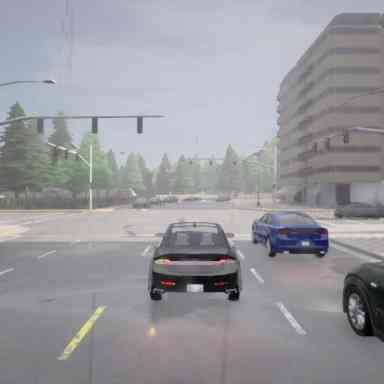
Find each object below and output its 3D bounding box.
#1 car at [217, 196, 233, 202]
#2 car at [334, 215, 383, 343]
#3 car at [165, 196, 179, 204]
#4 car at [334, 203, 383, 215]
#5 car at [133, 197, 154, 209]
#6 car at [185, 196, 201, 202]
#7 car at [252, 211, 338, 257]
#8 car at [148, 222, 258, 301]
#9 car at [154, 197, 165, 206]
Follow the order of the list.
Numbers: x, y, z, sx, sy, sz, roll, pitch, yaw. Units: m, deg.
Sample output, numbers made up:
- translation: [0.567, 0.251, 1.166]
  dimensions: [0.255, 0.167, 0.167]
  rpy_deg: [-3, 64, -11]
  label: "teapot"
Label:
- translation: [7.273, 1.552, 73.311]
  dimensions: [1.994, 1.385, 4.181]
  rpy_deg: [0, 0, 38]
  label: "car"
- translation: [3.601, 1.352, 3.818]
  dimensions: [2.097, 1.767, 4.553]
  rpy_deg: [0, 0, 0]
  label: "car"
- translation: [-4.211, 1.505, 66.276]
  dimensions: [1.837, 1.490, 4.892]
  rpy_deg: [0, 0, 20]
  label: "car"
- translation: [14.369, 1.620, 28.319]
  dimensions: [4.181, 1.385, 1.994]
  rpy_deg: [0, 0, 0]
  label: "car"
- translation: [-6.975, 1.526, 46.403]
  dimensions: [1.812, 1.442, 4.674]
  rpy_deg: [0, 0, 2]
  label: "car"
- translation: [0.238, 1.595, 75.443]
  dimensions: [1.895, 1.301, 4.718]
  rpy_deg: [0, 0, 31]
  label: "car"
- translation: [3.588, 1.478, 12.970]
  dimensions: [1.882, 1.535, 5.008]
  rpy_deg: [0, 0, 0]
  label: "car"
- translation: [0.068, 1.492, 8.325]
  dimensions: [2.128, 1.511, 4.902]
  rpy_deg: [0, 0, 0]
  label: "car"
- translation: [-6.356, 1.525, 56.307]
  dimensions: [1.812, 1.442, 4.674]
  rpy_deg: [0, 0, 8]
  label: "car"
